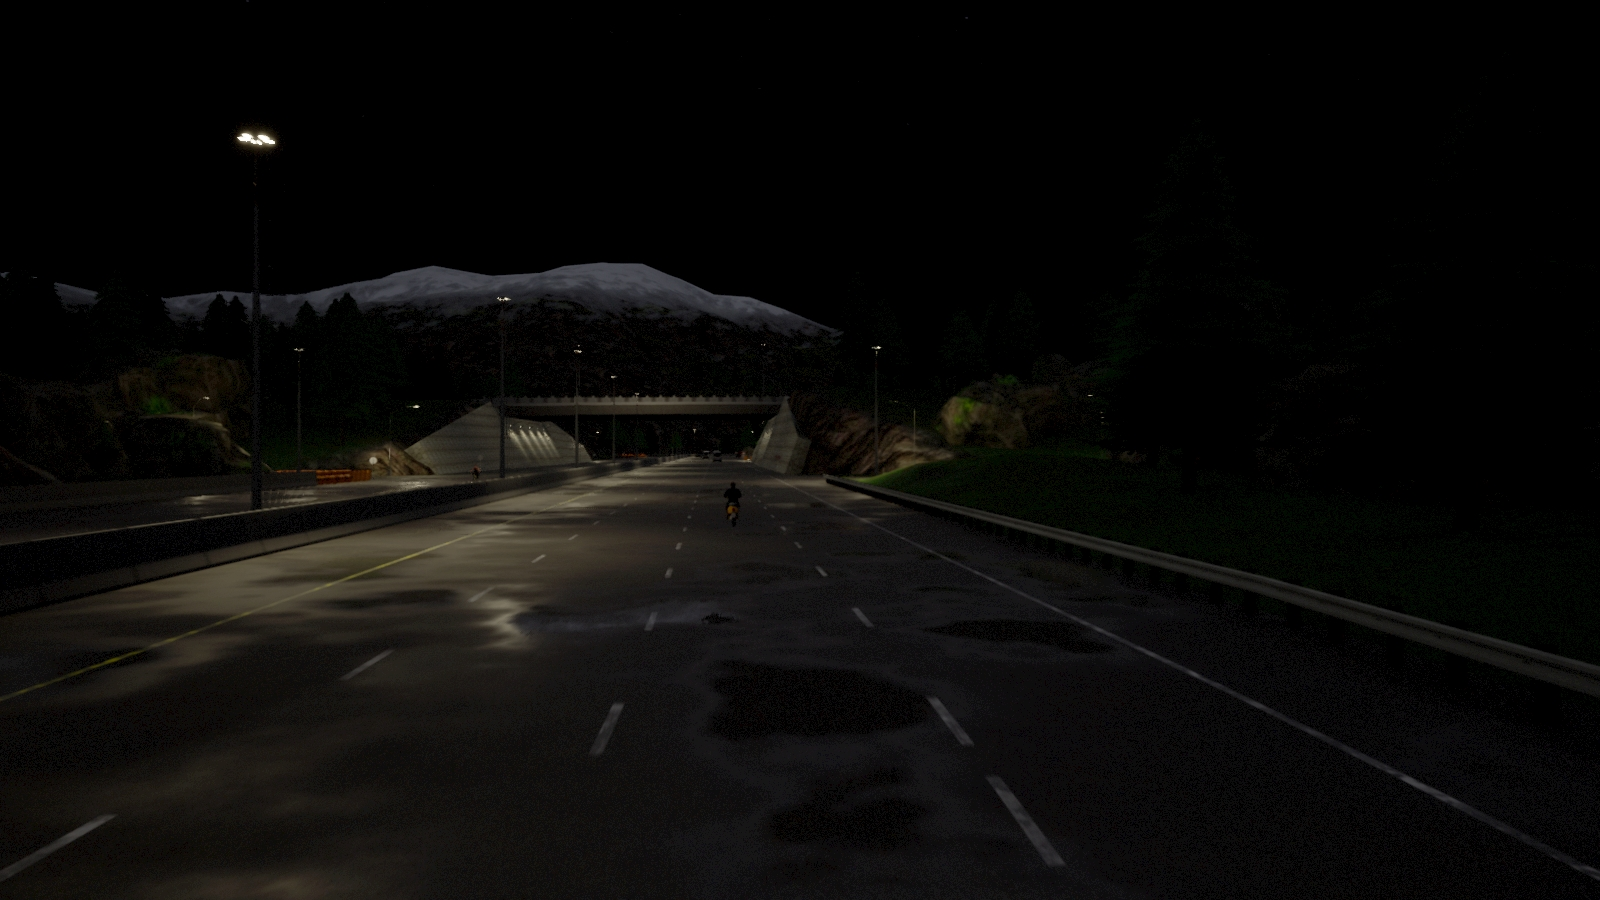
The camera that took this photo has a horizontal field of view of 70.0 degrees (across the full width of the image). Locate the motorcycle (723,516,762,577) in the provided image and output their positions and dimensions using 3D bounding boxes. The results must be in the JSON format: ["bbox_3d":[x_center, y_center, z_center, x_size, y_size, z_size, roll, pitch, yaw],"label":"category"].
[{"bbox_3d":[-1.325,2.184,26.054,0.856,1.236,1.805,0,0,-4],"label":"motorcycle"}]
